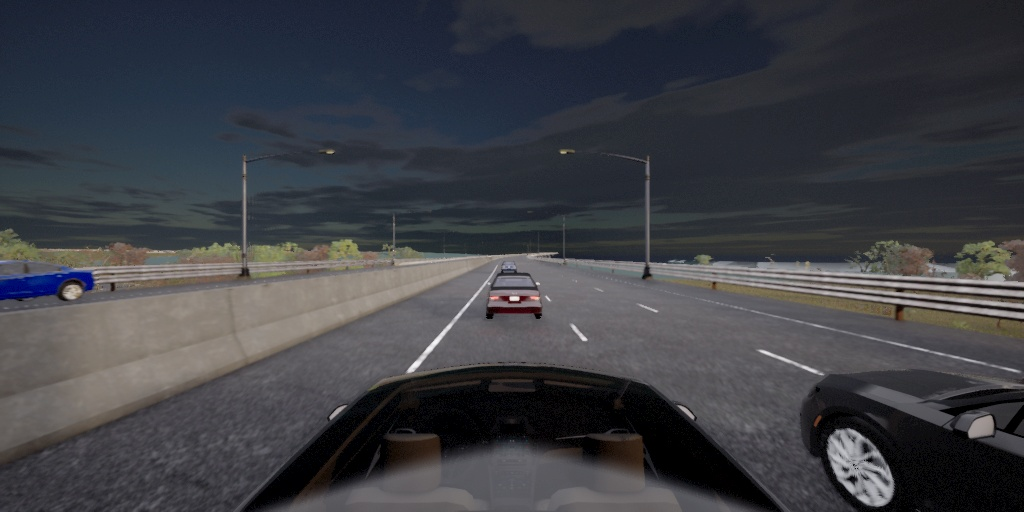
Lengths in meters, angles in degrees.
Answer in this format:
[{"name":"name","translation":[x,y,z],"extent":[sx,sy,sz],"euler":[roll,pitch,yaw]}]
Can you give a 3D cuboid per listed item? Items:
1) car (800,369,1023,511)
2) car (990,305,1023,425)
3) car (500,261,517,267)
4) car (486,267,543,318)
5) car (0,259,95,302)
[{"name":"car","translation":[3.593,1.254,1.321],"extent":[1.837,1.490,4.892],"euler":[0,0,0]},{"name":"car","translation":[7.091,1.313,2.478],"extent":[1.994,1.385,4.181],"euler":[0,0,0]},{"name":"car","translation":[-0.380,1.266,42.032],"extent":[2.033,1.411,5.357],"euler":[0,0,-1]},{"name":"car","translation":[0.054,1.295,13.018],"extent":[2.033,1.411,5.357],"euler":[0,0,0]},{"name":"car","translation":[-17.535,0.883,12.115],"extent":[1.882,1.535,5.008],"euler":[0,0,0]}]
